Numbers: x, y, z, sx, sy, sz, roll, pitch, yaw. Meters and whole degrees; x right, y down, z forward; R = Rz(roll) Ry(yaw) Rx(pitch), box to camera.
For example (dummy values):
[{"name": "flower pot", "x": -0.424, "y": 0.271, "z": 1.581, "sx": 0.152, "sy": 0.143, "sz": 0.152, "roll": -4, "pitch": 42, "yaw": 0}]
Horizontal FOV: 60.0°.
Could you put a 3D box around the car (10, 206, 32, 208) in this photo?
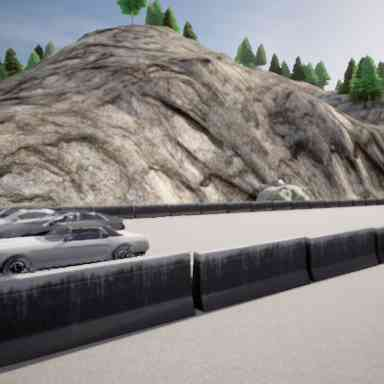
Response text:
[{"name": "car", "x": -7.779, "y": 1.523, "z": 15.666, "sx": 4.674, "sy": 1.442, "sz": 1.812, "roll": 0, "pitch": 0, "yaw": -36}]

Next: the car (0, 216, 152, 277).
[{"name": "car", "x": -3.686, "y": 1.598, "z": 9.989, "sx": 4.718, "sy": 1.301, "sz": 1.895, "roll": 0, "pitch": 0, "yaw": -36}]

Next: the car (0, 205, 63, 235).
[{"name": "car", "x": -9.825, "y": 1.523, "z": 18.506, "sx": 4.674, "sy": 1.442, "sz": 1.812, "roll": 0, "pitch": 0, "yaw": -36}]

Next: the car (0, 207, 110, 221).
[{"name": "car", "x": -5.046, "y": 1.488, "z": 13.326, "sx": 4.902, "sy": 1.511, "sz": 2.128, "roll": 0, "pitch": 0, "yaw": -36}]
